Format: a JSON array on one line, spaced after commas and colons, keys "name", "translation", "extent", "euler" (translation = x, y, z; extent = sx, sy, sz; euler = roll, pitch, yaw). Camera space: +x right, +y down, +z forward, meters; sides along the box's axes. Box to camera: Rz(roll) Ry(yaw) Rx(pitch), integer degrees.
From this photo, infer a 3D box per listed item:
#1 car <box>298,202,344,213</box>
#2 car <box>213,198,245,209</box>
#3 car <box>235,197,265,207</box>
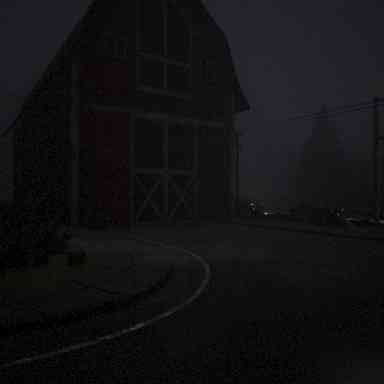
[{"name": "car", "translation": [11.246, 1.628, 30.182], "extent": [1.895, 1.301, 4.718], "euler": [0, 0, -34]}, {"name": "car", "translation": [5.014, 1.552, 45.808], "extent": [1.812, 1.442, 4.674], "euler": [0, 0, -34]}, {"name": "car", "translation": [6.142, 1.379, 37.624], "extent": [2.097, 1.767, 4.553], "euler": [0, 0, -34]}]
